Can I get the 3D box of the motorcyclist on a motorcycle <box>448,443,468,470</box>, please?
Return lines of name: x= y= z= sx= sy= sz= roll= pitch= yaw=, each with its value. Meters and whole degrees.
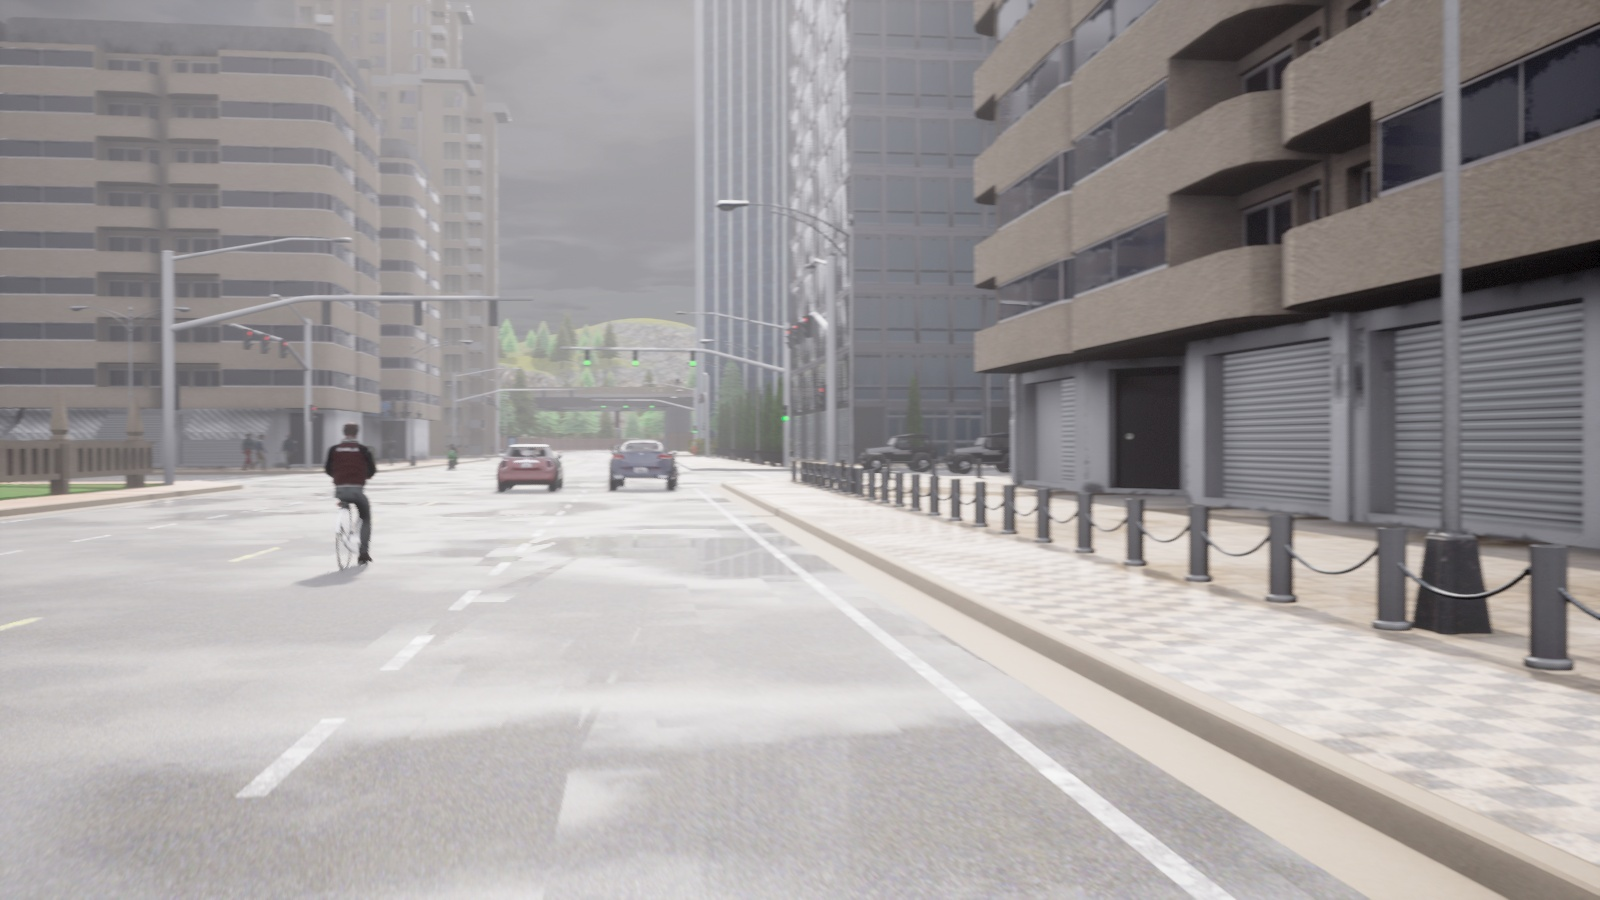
motorcyclist on a motorcycle: x=-19.388 y=0.345 z=71.148 sx=0.797 sy=1.523 sz=2.044 roll=0 pitch=0 yaw=-7

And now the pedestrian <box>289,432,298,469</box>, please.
pedestrian: x=-25.132 y=0.014 z=62.305 sx=0.402 sy=1.842 sz=0.726 roll=0 pitch=0 yaw=-26

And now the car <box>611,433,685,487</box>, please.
car: x=-4.964 y=0.292 z=41.544 sx=2.152 sy=1.651 sz=5.027 roll=0 pitch=0 yaw=-4

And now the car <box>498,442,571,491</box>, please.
car: x=-8.472 y=0.492 z=40.354 sx=1.970 sy=1.475 sz=3.806 roll=0 pitch=0 yaw=-7

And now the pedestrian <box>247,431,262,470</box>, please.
pedestrian: x=-26.327 y=0.028 z=60.567 sx=0.614 sy=1.847 sz=0.353 roll=0 pitch=0 yaw=29

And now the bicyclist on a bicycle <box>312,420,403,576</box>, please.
bicyclist on a bicycle: x=-5.317 y=0.536 z=15.193 sx=0.659 sy=1.776 sz=1.843 roll=0 pitch=1 yaw=-7

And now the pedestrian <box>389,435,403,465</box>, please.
pedestrian: x=-25.113 y=-0.012 z=78.074 sx=0.563 sy=1.883 sz=0.849 roll=0 pitch=0 yaw=3

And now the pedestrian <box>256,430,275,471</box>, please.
pedestrian: x=-25.587 y=0.030 z=60.113 sx=0.788 sy=1.949 sz=0.423 roll=0 pitch=0 yaw=-13

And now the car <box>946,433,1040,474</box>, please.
car: x=8.838 y=0.152 z=57.658 sx=3.866 sy=1.878 sz=1.905 roll=0 pitch=0 yaw=-7

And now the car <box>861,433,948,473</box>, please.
car: x=5.020 y=0.139 z=60.726 sx=3.866 sy=1.878 sz=1.905 roll=0 pitch=0 yaw=-7
